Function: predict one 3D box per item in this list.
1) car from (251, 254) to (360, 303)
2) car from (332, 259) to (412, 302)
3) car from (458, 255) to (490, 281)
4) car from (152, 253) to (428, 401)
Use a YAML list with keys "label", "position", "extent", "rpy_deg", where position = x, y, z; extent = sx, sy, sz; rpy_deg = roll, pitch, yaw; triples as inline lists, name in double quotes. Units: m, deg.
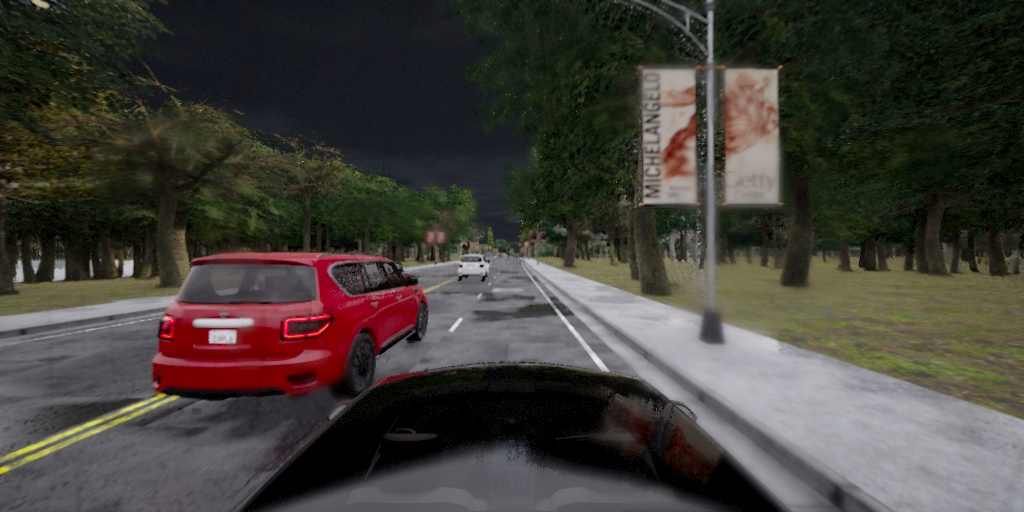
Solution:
- label: "car"
  position: [-9.808, 0.949, 17.776]
  extent: [2.150, 2.045, 5.566]
  rpy_deg: [0, 0, 0]
- label: "car"
  position: [-6.556, 1.080, 17.479]
  extent: [2.097, 1.767, 4.553]
  rpy_deg: [0, 0, 0]
- label: "car"
  position: [-3.067, 0.902, 29.540]
  extent: [2.150, 2.045, 5.566]
  rpy_deg: [0, 0, 0]
- label: "car"
  position: [-3.145, 0.970, 6.585]
  extent: [2.150, 2.045, 5.566]
  rpy_deg: [0, 0, 0]
